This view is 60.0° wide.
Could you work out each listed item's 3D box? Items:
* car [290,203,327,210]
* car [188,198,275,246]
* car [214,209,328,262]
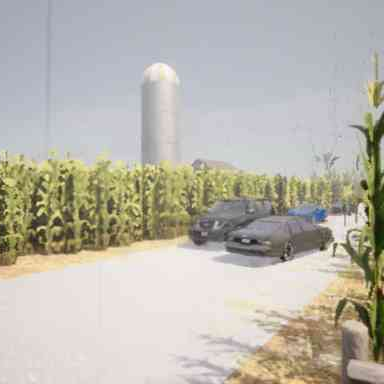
[{"bbox_3d":[8.357,1.554,24.120,1.882,1.535,5.008,-1,0,36],"label":"car"},{"bbox_3d":[2.095,1.302,15.423,2.150,2.045,5.566,-1,0,35],"label":"car"},{"bbox_3d":[3.433,1.596,12.387,2.033,1.411,5.357,-1,-1,44],"label":"car"}]
